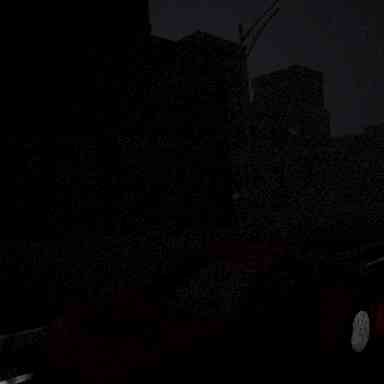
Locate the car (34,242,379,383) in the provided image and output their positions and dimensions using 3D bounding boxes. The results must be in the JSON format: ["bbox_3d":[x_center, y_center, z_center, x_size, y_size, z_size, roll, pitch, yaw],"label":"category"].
[{"bbox_3d":[0.637,1.505,4.443,5.008,1.535,1.882,0,-1,-39],"label":"car"}]
